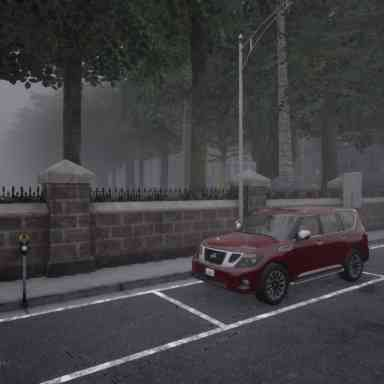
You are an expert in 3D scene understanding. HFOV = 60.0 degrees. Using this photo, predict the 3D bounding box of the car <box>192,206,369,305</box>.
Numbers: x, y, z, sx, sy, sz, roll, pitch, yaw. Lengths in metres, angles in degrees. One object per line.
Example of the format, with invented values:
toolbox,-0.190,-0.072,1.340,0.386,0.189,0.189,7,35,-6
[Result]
car,2.411,1.314,8.251,5.009,1.841,2.192,0,0,-35
